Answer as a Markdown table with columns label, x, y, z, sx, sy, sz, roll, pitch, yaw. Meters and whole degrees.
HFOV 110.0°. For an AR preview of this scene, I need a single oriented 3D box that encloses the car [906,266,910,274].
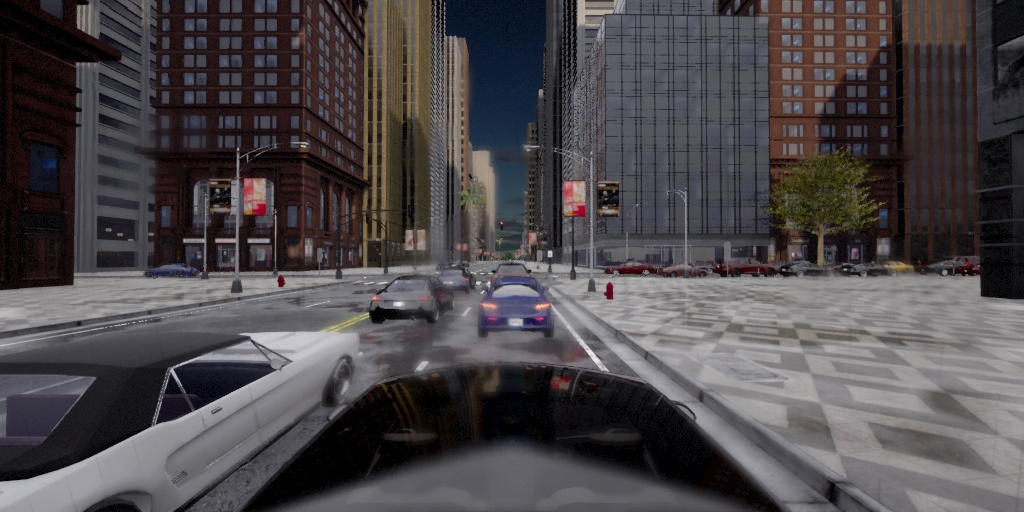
| label | x | y | z | sx | sy | sz | roll | pitch | yaw |
| --- | --- | --- | --- | --- | --- | --- | --- | --- | --- |
| car | 43.161 | 1.292 | 41.122 | 4.829 | 1.417 | 1.751 | 0 | 0 | -1 |

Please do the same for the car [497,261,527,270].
| label | x | y | z | sx | sy | sz | roll | pitch | yaw |
| --- | --- | --- | --- | --- | --- | --- | --- | --- | --- |
| car | -0.021 | 1.135 | 19.080 | 2.097 | 1.767 | 4.553 | 0 | 0 | 0 |

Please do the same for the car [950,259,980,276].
| label | x | y | z | sx | sy | sz | roll | pitch | yaw |
| --- | --- | --- | --- | --- | --- | --- | --- | --- | --- |
| car | 43.467 | 1.211 | 32.602 | 4.507 | 1.381 | 1.888 | 0 | 0 | -1 |

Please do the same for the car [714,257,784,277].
| label | x | y | z | sx | sy | sz | roll | pitch | yaw |
| --- | --- | --- | --- | --- | --- | --- | --- | --- | --- |
| car | 20.918 | 1.039 | 32.224 | 5.009 | 1.841 | 2.192 | 0 | 0 | -1 |

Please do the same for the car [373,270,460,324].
| label | x | y | z | sx | sy | sz | roll | pitch | yaw |
| --- | --- | --- | --- | --- | --- | --- | --- | --- | --- |
| car | -3.164 | 1.326 | 12.085 | 1.994 | 1.385 | 4.181 | 0 | 0 | 0 |

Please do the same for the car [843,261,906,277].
| label | x | y | z | sx | sy | sz | roll | pitch | yaw |
| --- | --- | --- | --- | --- | --- | --- | --- | --- | --- |
| car | 32.192 | 1.257 | 32.412 | 4.313 | 1.339 | 1.948 | 0 | 0 | -1 |

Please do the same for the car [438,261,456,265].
| label | x | y | z | sx | sy | sz | roll | pitch | yaw |
| --- | --- | --- | --- | --- | --- | --- | --- | --- | --- |
| car | -9.904 | 1.543 | 52.818 | 1.994 | 1.385 | 4.181 | 0 | 0 | 0 |

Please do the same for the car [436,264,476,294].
| label | x | y | z | sx | sy | sz | roll | pitch | yaw |
| --- | --- | --- | --- | --- | --- | --- | --- | --- | --- |
| car | -3.174 | 1.352 | 20.473 | 1.994 | 1.385 | 4.181 | 0 | 0 | 0 |

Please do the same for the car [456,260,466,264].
| label | x | y | z | sx | sy | sz | roll | pitch | yaw |
| --- | --- | --- | --- | --- | --- | --- | --- | --- | --- |
| car | -9.893 | 1.543 | 63.103 | 2.128 | 1.511 | 4.902 | 0 | 0 | 0 |

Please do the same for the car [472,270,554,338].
| label | x | y | z | sx | sy | sz | roll | pitch | yaw |
| --- | --- | --- | --- | --- | --- | --- | --- | --- | --- |
| car | 0.094 | 1.284 | 10.095 | 1.812 | 1.442 | 4.674 | 0 | 0 | 0 |

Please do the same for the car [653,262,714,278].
| label | x | y | z | sx | sy | sz | roll | pitch | yaw |
| --- | --- | --- | --- | --- | --- | --- | --- | --- | --- |
| car | 15.279 | 1.325 | 32.129 | 4.207 | 1.307 | 1.802 | 0 | 0 | -1 |

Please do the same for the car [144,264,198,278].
| label | x | y | z | sx | sy | sz | roll | pitch | yaw |
| --- | --- | --- | --- | --- | --- | --- | --- | --- | --- |
| car | -35.385 | 1.548 | 37.302 | 4.674 | 1.442 | 1.812 | 0 | -1 | 0 |

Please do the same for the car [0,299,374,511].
| label | x | y | z | sx | sy | sz | roll | pitch | yaw |
| --- | --- | --- | --- | --- | --- | --- | --- | --- | --- |
| car | -3.155 | 1.351 | 3.262 | 1.895 | 1.301 | 4.718 | 0 | 0 | 0 |

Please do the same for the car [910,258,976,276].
| label | x | y | z | sx | sy | sz | roll | pitch | yaw |
| --- | --- | --- | --- | --- | --- | --- | --- | --- | --- |
| car | 42.758 | 1.203 | 35.215 | 4.892 | 1.490 | 1.837 | 0 | -1 | -1 |

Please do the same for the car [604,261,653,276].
| label | x | y | z | sx | sy | sz | roll | pitch | yaw |
| --- | --- | --- | --- | --- | --- | --- | --- | --- | --- |
| car | 12.286 | 1.300 | 37.856 | 5.008 | 1.535 | 1.882 | 0 | -1 | -1 |

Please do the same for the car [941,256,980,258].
| label | x | y | z | sx | sy | sz | roll | pitch | yaw |
| --- | --- | --- | --- | --- | --- | --- | --- | --- | --- |
| car | 47.381 | 1.026 | 38.347 | 5.566 | 2.045 | 2.150 | 0 | -1 | -1 |

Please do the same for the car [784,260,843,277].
| label | x | y | z | sx | sy | sz | roll | pitch | yaw |
| --- | --- | --- | --- | --- | --- | --- | --- | --- | --- |
| car | 26.555 | 1.273 | 32.318 | 4.313 | 1.339 | 1.948 | 0 | 0 | -1 |
